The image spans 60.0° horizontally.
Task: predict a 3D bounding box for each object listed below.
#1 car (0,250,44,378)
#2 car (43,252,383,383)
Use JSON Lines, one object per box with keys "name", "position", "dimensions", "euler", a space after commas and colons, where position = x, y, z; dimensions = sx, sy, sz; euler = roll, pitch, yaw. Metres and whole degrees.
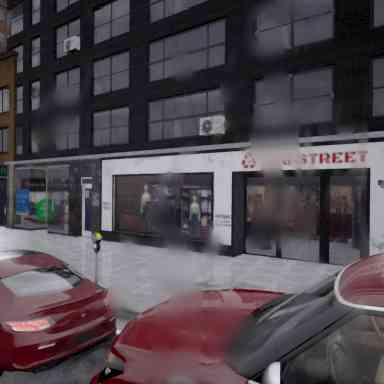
{"name": "car", "position": [-2.965, 1.580, 5.176], "dimensions": [4.206, 1.307, 1.802], "euler": [0, 1, 35]}
{"name": "car", "position": [1.588, 1.315, 1.941], "dimensions": [5.009, 1.841, 2.192], "euler": [0, 1, 35]}
